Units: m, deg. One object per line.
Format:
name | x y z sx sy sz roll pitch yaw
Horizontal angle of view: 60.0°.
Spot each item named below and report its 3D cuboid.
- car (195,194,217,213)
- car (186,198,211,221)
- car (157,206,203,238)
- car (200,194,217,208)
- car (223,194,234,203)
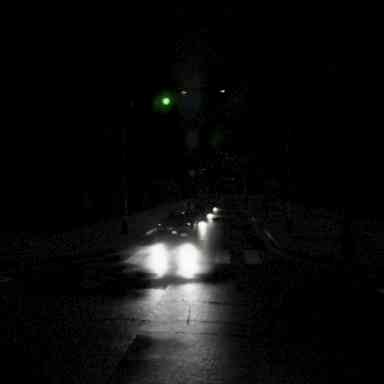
car | 1.345 1.227 37.828 2.150 2.045 5.566 -1 0 6
car | 0.315 1.565 28.024 1.837 1.490 4.892 -1 0 6
car | -0.660 1.698 18.702 1.895 1.301 4.718 -1 0 6
car | 2.412 1.276 47.624 2.097 1.767 4.553 -1 0 6
car | 6.916 1.159 62.712 1.882 1.535 5.008 -1 1 6
